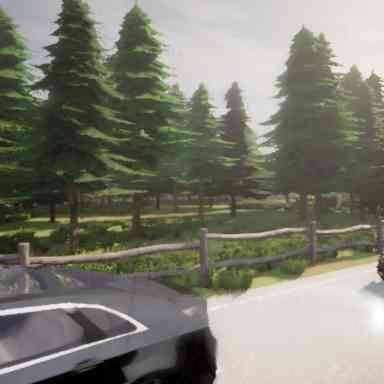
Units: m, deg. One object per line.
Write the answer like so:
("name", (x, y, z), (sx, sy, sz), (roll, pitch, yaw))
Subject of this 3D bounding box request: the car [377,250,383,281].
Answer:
("car", (6.584, 1.498, 8.361), (4.674, 1.442, 1.812), (0, 1, -34))

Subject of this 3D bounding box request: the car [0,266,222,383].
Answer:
("car", (-1.995, 1.455, 2.466), (4.902, 1.511, 2.128), (0, 1, -36))
